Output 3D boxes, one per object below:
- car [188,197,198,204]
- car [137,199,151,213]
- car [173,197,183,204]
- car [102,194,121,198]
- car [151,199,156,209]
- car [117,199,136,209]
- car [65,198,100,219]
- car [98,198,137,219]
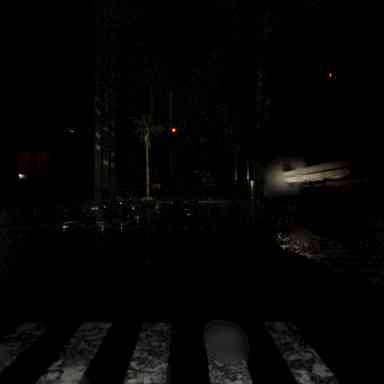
[{"bbox_3d":[0.274,1.790,69.874,1.994,1.385,4.181,0,0,0],"label":"car"},{"bbox_3d":[-6.505,1.587,39.117,2.128,1.511,4.902,0,0,0],"label":"car"},{"bbox_3d":[-2.976,1.790,69.857,1.994,1.385,4.181,0,0,0],"label":"car"},{"bbox_3d":[-9.756,1.319,39.861,2.150,2.045,5.566,0,0,0],"label":"car"},{"bbox_3d":[-6.471,1.735,49.005,1.895,1.301,4.718,0,0,0],"label":"car"},{"bbox_3d":[-9.714,1.701,49.822,1.994,1.385,4.181,0,0,0],"label":"car"},{"bbox_3d":[-9.775,1.543,29.915,1.882,1.535,5.008,0,0,0],"label":"car"},{"bbox_3d":[-6.529,1.543,29.649,1.882,1.535,5.008,0,0,0],"label":"car"}]
